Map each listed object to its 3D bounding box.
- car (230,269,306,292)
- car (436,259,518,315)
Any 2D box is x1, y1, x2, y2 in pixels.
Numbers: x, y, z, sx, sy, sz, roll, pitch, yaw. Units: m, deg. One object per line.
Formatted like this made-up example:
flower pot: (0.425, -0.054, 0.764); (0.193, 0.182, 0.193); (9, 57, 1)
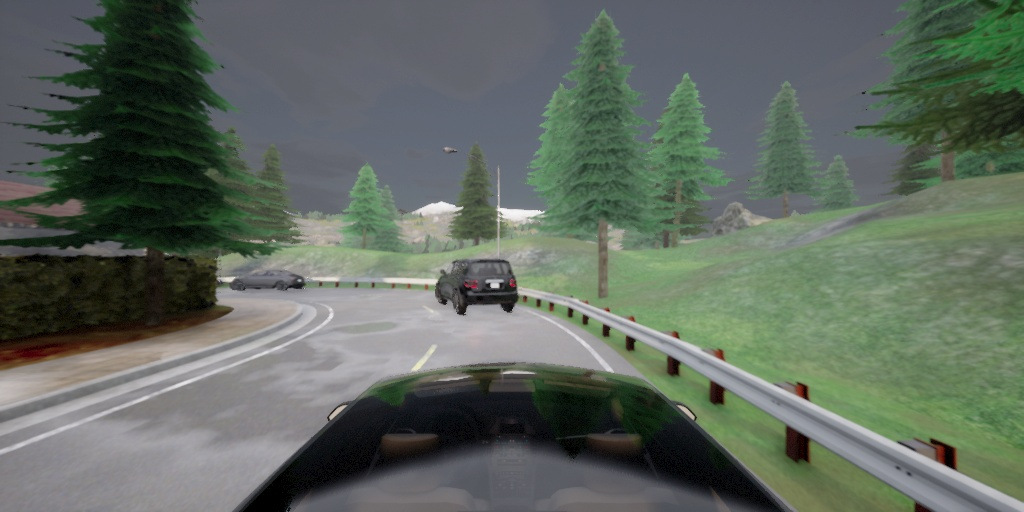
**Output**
car: (-15.862, 1.572, 23.426); (4.181, 1.385, 1.994); (0, -1, 0)
car: (-1.609, 1.122, 14.770); (2.150, 2.045, 5.566); (0, 0, -23)
